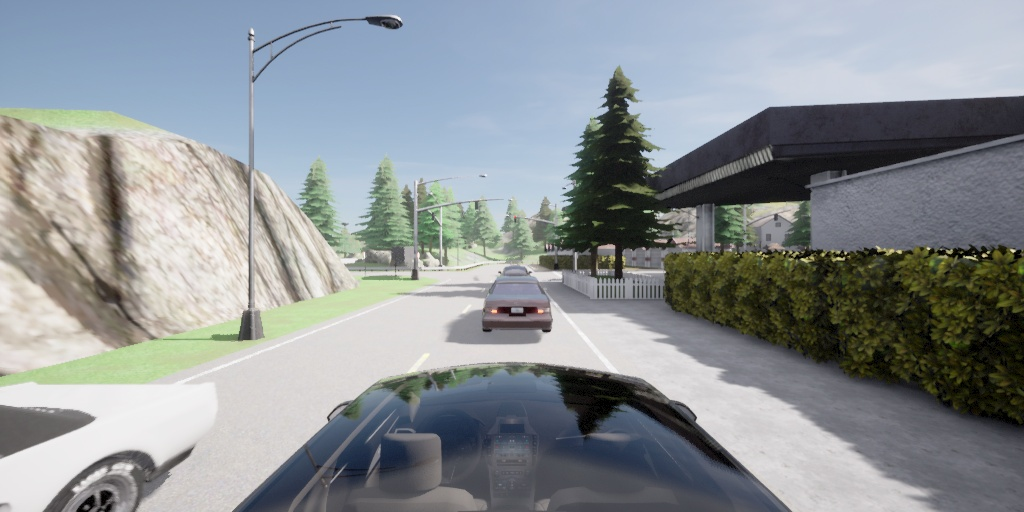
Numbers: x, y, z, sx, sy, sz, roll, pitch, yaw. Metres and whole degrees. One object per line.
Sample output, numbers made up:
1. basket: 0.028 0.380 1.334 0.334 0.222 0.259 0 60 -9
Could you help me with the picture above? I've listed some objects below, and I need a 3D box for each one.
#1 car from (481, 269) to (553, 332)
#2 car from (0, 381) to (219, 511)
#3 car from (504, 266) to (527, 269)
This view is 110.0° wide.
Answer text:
1. car: 0.136 1.295 10.772 2.033 1.411 5.357 0 0 0
2. car: -3.607 1.351 0.988 1.895 1.301 4.718 0 0 0
3. car: 0.181 1.272 20.358 1.812 1.442 4.674 0 0 0
